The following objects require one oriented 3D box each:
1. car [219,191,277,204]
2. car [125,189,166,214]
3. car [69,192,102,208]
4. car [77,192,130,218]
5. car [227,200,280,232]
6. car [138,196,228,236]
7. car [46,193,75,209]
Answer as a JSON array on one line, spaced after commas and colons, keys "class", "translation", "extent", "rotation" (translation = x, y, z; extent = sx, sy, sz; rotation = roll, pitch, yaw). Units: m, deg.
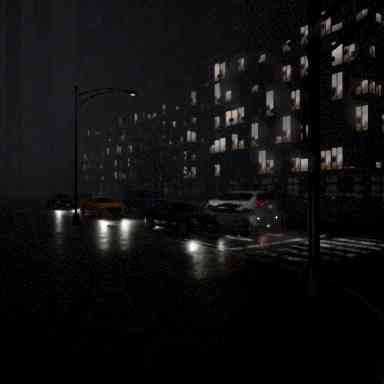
[{"class": "car", "translation": [3.304, 0.929, 23.130], "extent": [2.150, 2.045, 5.566], "rotation": [0, 1, -38]}, {"class": "car", "translation": [-3.522, 0.810, 26.234], "extent": [2.150, 2.045, 5.566], "rotation": [0, 1, -38]}, {"class": "car", "translation": [-11.878, 0.818, 36.925], "extent": [1.882, 1.535, 5.008], "rotation": [0, 1, -38]}, {"class": "car", "translation": [-6.899, 1.046, 25.274], "extent": [1.882, 1.535, 5.008], "rotation": [0, 1, -38]}, {"class": "car", "translation": [2.508, 1.368, 18.580], "extent": [1.895, 1.301, 4.718], "rotation": [0, 1, -39]}, {"class": "car", "translation": [-0.661, 1.231, 17.325], "extent": [1.882, 1.535, 5.008], "rotation": [0, 1, -37]}, {"class": "car", "translation": [-13.160, 0.886, 33.277], "extent": [1.837, 1.490, 4.892], "rotation": [0, 1, -38]}]
